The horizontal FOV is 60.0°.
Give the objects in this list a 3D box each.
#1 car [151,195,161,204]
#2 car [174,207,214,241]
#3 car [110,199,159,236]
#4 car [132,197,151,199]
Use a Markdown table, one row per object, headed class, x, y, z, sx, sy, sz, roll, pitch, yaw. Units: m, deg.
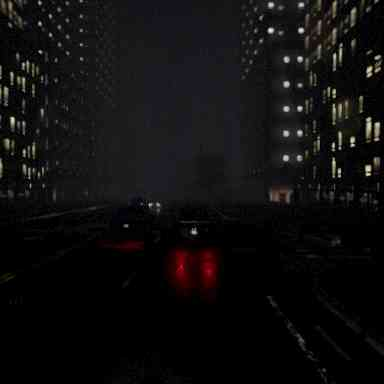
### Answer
| class | x | y | z | sx | sy | sz | roll | pitch | yaw |
| --- | --- | --- | --- | --- | --- | --- | --- | --- | --- |
| car | -6.546 | 1.293 | 59.209 | 1.837 | 1.490 | 4.892 | 0 | 0 | 0 |
| car | 0.100 | 1.482 | 16.832 | 2.128 | 1.511 | 4.902 | 1 | 1 | 0 |
| car | -3.151 | 1.423 | 18.394 | 1.882 | 1.535 | 5.008 | 0 | 1 | 0 |
| car | -6.598 | 1.357 | 40.956 | 1.837 | 1.490 | 4.892 | 0 | 0 | 0 |
